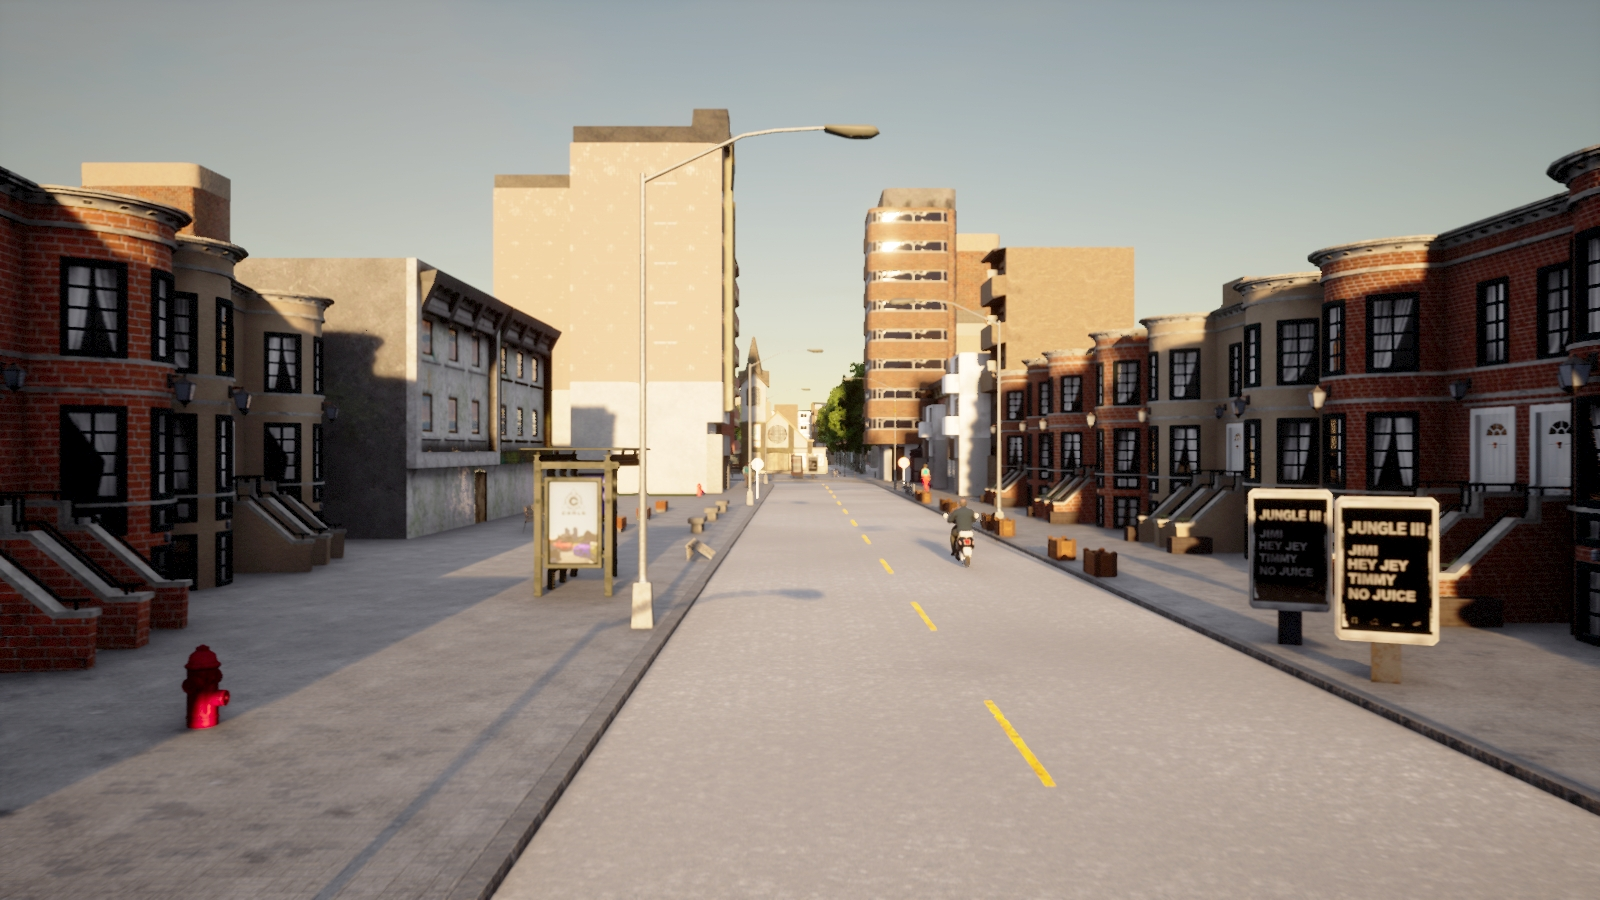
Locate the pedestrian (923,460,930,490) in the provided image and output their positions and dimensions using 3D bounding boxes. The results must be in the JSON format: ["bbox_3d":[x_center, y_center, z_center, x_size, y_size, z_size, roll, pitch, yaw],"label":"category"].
[{"bbox_3d":[7.681,1.525,69.504,0.375,1.860,0.375,0,0,-1],"label":"pedestrian"}]
